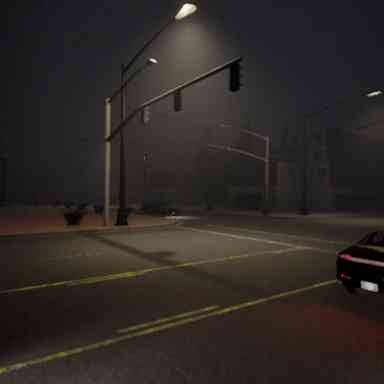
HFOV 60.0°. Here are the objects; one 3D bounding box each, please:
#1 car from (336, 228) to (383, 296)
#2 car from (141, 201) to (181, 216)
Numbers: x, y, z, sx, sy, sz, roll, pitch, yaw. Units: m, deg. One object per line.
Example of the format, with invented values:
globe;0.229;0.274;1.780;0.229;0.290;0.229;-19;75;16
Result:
car;5.225;1.521;7.491;4.902;1.511;2.128;0;0;-35
car;-3.239;1.612;33.516;2.033;1.411;5.357;1;-1;-35
